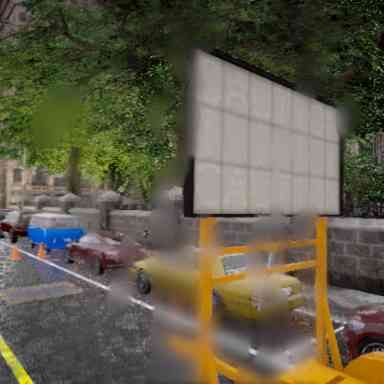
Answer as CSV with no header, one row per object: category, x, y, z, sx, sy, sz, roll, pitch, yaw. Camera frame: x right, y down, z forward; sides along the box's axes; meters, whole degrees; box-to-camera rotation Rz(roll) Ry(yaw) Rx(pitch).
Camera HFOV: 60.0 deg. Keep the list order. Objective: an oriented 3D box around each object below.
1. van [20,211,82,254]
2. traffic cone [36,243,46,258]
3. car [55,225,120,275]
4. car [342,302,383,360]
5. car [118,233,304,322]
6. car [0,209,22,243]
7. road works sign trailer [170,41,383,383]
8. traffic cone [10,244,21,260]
van,-6.826,1.964,16.346,1.690,1.788,3.998,3,-3,-40
traffic cone,-6.473,2.493,14.293,0.340,0.580,0.340,3,-3,-40
car,-3.241,2.087,12.138,1.802,1.307,4.206,3,-3,-40
car,3.941,1.848,3.745,1.802,1.307,4.206,3,-3,-40
car,0.241,1.915,8.073,1.752,1.417,4.829,3,-3,-40
car,-10.416,2.053,20.543,2.192,1.841,5.009,4,-3,-40
road works sign trailer,0.697,0.646,3.368,2.380,3.560,2.880,3,-3,-40
traffic cone,-7.232,2.448,13.644,0.340,0.580,0.340,3,-3,-40
